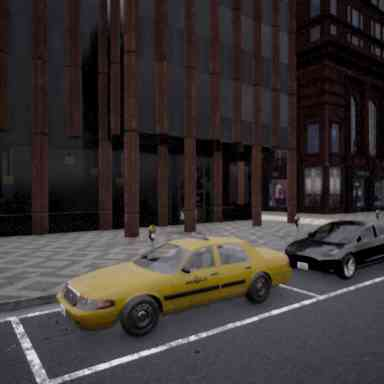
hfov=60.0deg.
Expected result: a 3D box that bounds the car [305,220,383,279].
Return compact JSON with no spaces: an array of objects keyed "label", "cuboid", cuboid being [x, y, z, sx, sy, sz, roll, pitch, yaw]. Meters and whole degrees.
[{"label":"car","cuboid":[4.671,1.552,9.967,4.313,1.339,1.947,0,0,-35]}]

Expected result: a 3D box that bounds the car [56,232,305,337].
[{"label":"car","cuboid":[-0.060,1.520,6.601,4.829,1.417,1.752,0,0,-35]}]
